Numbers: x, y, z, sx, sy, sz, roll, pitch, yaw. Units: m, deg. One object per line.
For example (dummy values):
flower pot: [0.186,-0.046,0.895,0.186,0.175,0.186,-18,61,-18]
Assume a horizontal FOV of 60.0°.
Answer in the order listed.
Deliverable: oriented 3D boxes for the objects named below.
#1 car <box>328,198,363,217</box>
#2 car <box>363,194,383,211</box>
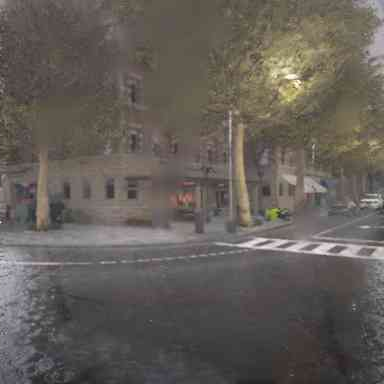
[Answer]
car: [14.387,1.550,31.729,2.231,1.521,4.892,-1,0,36]
car: [23.246,1.290,43.053,2.435,2.045,5.566,-1,0,36]
